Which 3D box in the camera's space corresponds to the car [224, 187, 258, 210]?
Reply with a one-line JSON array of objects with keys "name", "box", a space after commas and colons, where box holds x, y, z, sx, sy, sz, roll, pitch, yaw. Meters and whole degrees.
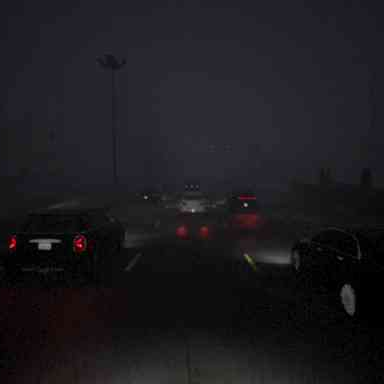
[{"name": "car", "box": [3.531, 0.382, 24.288, 1.837, 1.490, 4.892, 0, 5, 0]}]

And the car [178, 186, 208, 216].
[{"name": "car", "box": [0.043, 0.644, 21.598, 1.812, 1.442, 4.674, 0, 5, 0]}]

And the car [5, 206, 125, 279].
[{"name": "car", "box": [-3.408, 1.196, 9.842, 2.097, 1.767, 4.553, 0, 2, 0]}]

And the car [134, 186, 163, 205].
[{"name": "car", "box": [-3.484, 0.200, 26.940, 1.994, 1.385, 4.181, 0, 5, 0]}]

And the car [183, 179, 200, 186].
[{"name": "car", "box": [-0.040, -0.748, 37.241, 2.033, 1.411, 5.357, 0, 5, 0]}]

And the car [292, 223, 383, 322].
[{"name": "car", "box": [3.597, 1.432, 7.090, 1.837, 1.490, 4.892, 0, 1, 0]}]
